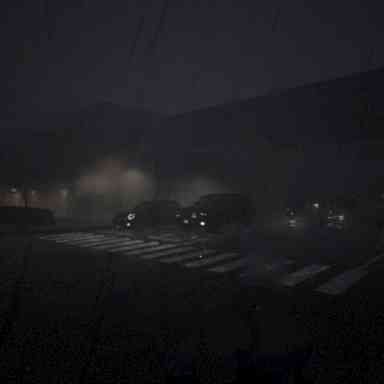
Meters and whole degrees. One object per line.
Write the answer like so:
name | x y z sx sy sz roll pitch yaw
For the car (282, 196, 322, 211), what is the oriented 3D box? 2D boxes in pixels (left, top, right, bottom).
car | 11.707 1.149 35.225 2.033 1.411 5.357 -1 0 42

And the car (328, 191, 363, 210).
car | 15.599 1.022 34.286 2.128 1.511 4.902 -1 1 43

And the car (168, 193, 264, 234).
car | 1.542 1.095 18.939 2.150 2.045 5.566 -1 0 42

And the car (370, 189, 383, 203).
car | 25.898 0.443 45.415 2.097 1.767 4.553 -1 0 42

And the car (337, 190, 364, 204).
car | 22.301 0.696 46.685 2.097 1.767 4.553 -1 0 43

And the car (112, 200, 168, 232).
car | -2.517 1.298 19.914 4.553 1.767 2.097 -1 0 -45

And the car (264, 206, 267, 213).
car | 4.093 1.388 26.906 1.895 1.301 4.718 -1 0 42

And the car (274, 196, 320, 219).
car | 8.241 1.216 26.256 1.837 1.490 4.892 -1 0 42
